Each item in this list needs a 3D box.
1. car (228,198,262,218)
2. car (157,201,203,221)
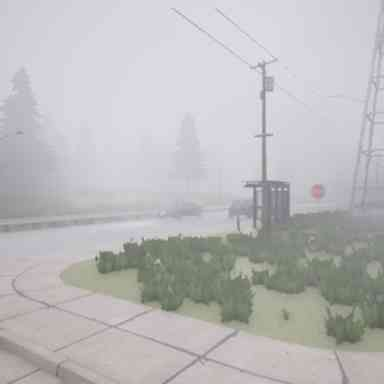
[{"bbox_3d":[5.224,1.397,30.675,2.097,1.767,4.553,0,0,36],"label":"car"},{"bbox_3d":[-0.931,1.549,28.275,2.128,1.511,4.902,0,0,36],"label":"car"}]
